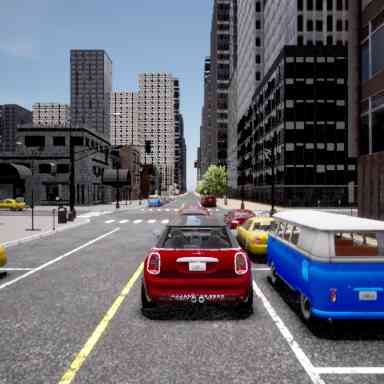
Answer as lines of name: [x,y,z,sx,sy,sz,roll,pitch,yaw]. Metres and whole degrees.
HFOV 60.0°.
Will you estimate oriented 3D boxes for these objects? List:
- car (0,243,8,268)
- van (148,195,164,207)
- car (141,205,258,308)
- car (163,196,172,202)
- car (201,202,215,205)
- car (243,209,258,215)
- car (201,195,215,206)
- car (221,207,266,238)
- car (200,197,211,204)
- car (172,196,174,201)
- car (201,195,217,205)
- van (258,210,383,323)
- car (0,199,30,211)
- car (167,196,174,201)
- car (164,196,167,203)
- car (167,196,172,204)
car: [-5.696,1.525,6.749,1.752,1.417,4.829,0,0,0]
van: [-5.719,1.395,50.632,1.690,1.788,3.998,0,0,0]
car: [0.095,1.352,8.065,2.097,1.767,4.553,0,0,0]
car: [-5.732,1.668,78.251,2.008,1.369,4.403,0,0,0]
car: [0.091,1.482,17.271,1.882,1.535,5.008,0,0,0]
car: [2.681,1.527,12.758,1.752,1.417,4.829,0,0,0]
car: [2.658,1.380,56.162,2.192,1.841,5.009,0,0,0]
car: [2.678,1.587,18.250,1.802,1.307,4.206,0,0,0]
car: [2.654,1.655,67.211,1.947,1.339,4.313,0,0,0]
car: [-5.729,1.653,72.727,2.008,1.369,4.403,0,0,0]
car: [2.661,1.369,50.638,2.192,1.841,5.009,0,0,0]
van: [2.684,1.341,6.923,1.690,1.788,3.998,0,0,0]
car: [-21.428,1.469,38.455,4.829,1.417,1.752,0,0,0]
car: [-5.738,1.673,89.129,1.752,1.417,4.829,0,0,0]
car: [-5.721,1.505,56.155,1.967,1.590,4.097,0,0,0]
car: [-5.727,1.529,67.204,1.967,1.590,4.097,0,0,0]
